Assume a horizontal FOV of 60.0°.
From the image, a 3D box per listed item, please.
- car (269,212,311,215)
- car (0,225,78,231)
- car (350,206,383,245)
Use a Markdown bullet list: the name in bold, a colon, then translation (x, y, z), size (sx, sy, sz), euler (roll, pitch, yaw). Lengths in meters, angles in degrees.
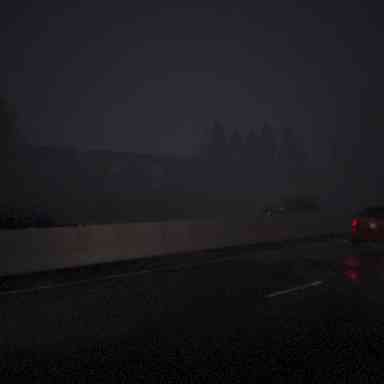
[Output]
- **car**: translation (8.109, 1.246, 27.016), size (5.566, 2.045, 2.150), euler (0, 0, -37)
- **car**: translation (-6.832, 1.549, 12.016), size (5.357, 1.411, 2.033), euler (0, 0, -36)
- **car**: translation (8.888, 1.364, 14.444), size (4.553, 1.767, 2.097), euler (0, 0, -36)
